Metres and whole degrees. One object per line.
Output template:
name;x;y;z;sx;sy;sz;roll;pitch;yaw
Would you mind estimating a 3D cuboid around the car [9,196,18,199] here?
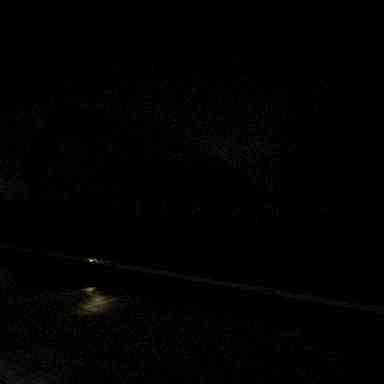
car;-39.564;1.772;74.507;3.866;1.878;1.905;-1;0;36
